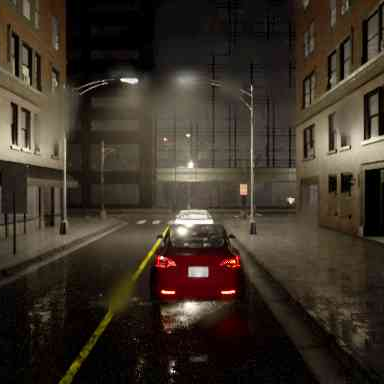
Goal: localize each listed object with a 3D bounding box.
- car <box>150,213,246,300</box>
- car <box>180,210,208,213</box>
[{"bbox_3d":[0.109,1.501,8.402,2.163,1.488,4.792,0,0,0],"label":"car"},{"bbox_3d":[0.100,1.595,17.418,1.895,1.301,4.718,0,0,0],"label":"car"}]
